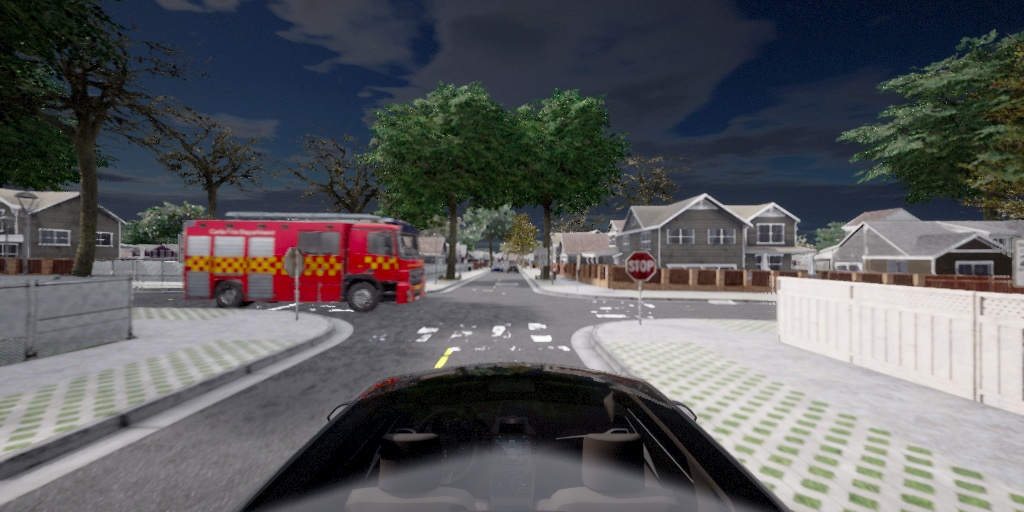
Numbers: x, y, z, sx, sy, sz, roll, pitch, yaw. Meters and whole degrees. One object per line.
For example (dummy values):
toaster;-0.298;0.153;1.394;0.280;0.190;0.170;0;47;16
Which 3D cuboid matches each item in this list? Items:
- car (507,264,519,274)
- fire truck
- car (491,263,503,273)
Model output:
car;0.130;2.100;58.939;1.837;1.490;4.892;0;-1;0
fire truck;-8.041;0.167;14.618;8.468;3.827;2.891;1;0;1
car;-2.608;2.030;64.007;2.097;1.767;4.553;0;-1;0
